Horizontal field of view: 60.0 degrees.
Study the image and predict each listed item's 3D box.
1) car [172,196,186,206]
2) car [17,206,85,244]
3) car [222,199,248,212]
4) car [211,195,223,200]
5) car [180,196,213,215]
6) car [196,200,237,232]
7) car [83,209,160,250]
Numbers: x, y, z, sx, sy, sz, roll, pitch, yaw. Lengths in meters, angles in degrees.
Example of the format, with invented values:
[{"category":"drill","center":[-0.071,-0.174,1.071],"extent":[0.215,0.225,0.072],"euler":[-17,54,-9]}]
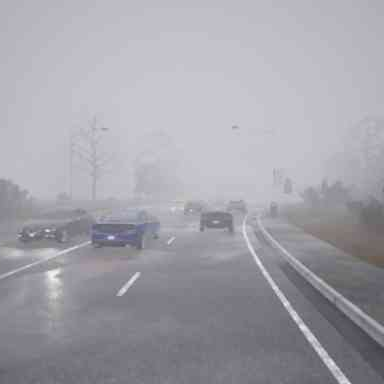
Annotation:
[{"category":"car","center":[-1.434,1.438,52.416],"extent":[1.882,1.535,5.008],"euler":[0,0,20]},{"category":"car","center":[-6.195,1.482,15.786],"extent":[1.837,1.490,4.892],"euler":[0,0,6]},{"category":"car","center":[5.222,1.492,38.015],"extent":[2.128,1.511,4.902],"euler":[0,0,15]},{"category":"car","center":[3.912,1.331,56.610],"extent":[2.097,1.767,4.553],"euler":[0,0,23]},{"category":"car","center":[0.519,1.491,33.663],"extent":[1.837,1.490,4.892],"euler":[0,0,13]},{"category":"car","center":[1.622,1.474,20.465],"extent":[1.882,1.535,5.008],"euler":[0,0,8]},{"category":"car","center":[-2.647,1.465,14.251],"extent":[1.882,1.535,5.008],"euler":[0,0,5]}]
